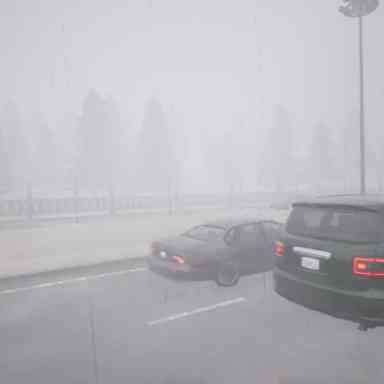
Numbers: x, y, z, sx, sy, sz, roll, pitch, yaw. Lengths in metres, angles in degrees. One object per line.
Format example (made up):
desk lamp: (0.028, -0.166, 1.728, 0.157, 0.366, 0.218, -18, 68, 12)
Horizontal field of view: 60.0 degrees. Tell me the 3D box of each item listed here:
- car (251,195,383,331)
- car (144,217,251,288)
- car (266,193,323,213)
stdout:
car: (3.991, 1.052, 6.198, 5.566, 2.045, 2.150, -2, 1, -32)
car: (1.477, 1.389, 8.780, 5.357, 1.411, 2.033, -2, 1, -32)
car: (9.053, 0.892, 29.306, 4.892, 1.490, 1.837, -1, 1, -28)
